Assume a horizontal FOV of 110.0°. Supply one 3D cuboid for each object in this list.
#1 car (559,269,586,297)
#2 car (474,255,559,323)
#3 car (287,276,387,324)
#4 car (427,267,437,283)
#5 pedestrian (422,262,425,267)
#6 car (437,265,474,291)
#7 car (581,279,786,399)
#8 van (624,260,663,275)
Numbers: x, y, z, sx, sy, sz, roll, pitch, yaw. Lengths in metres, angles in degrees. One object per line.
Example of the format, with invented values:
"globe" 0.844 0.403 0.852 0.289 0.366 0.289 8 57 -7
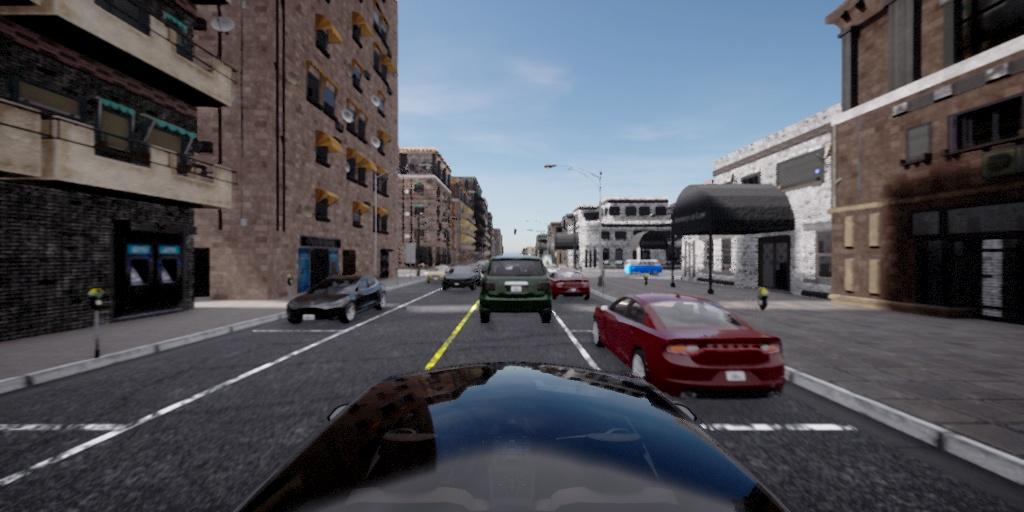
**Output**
"car" 2.686 1.357 17.922 1.888 1.381 4.507 0 0 0
"car" 0.098 1.011 12.445 2.150 2.045 5.566 0 0 0
"car" -5.694 1.355 12.229 1.948 1.339 4.313 0 0 0
"car" -5.697 1.386 29.148 1.751 1.417 4.829 0 0 0
"pedestrian" -12.641 1.407 51.203 0.500 1.100 0.500 0 0 0
"car" -3.085 1.309 22.577 1.882 1.535 5.008 0 0 0
"car" 2.688 1.313 6.528 1.888 1.381 4.507 0 0 0
"van" 14.648 1.316 40.087 3.998 1.789 1.690 0 0 0
